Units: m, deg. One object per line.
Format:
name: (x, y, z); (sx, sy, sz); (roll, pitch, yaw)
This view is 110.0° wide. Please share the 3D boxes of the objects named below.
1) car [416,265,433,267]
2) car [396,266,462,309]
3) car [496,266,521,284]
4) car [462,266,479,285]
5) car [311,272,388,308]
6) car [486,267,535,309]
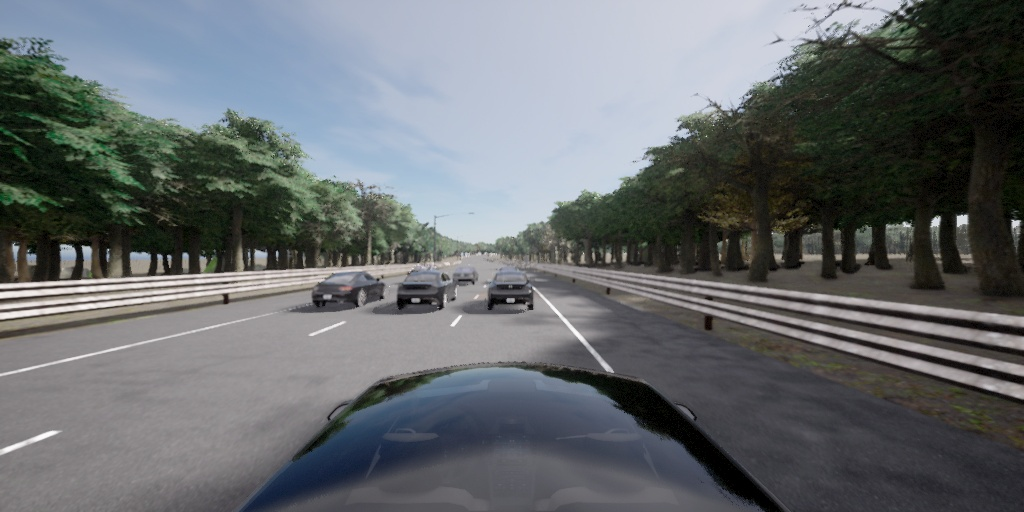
car: (-7.326, 1.522, 30.623); (2.128, 1.511, 4.902); (0, 0, -1)
car: (-3.562, 1.392, 15.644); (1.837, 1.490, 4.892); (0, 0, 0)
car: (-0.327, 1.593, 30.738); (1.994, 1.385, 4.181); (0, 0, -1)
car: (-3.812, 1.568, 29.731); (2.033, 1.411, 5.357); (0, -1, -1)
car: (-7.063, 1.414, 15.998); (1.812, 1.442, 4.674); (0, 0, 0)
car: (-0.061, 1.391, 15.658); (1.837, 1.490, 4.892); (0, 0, 0)
